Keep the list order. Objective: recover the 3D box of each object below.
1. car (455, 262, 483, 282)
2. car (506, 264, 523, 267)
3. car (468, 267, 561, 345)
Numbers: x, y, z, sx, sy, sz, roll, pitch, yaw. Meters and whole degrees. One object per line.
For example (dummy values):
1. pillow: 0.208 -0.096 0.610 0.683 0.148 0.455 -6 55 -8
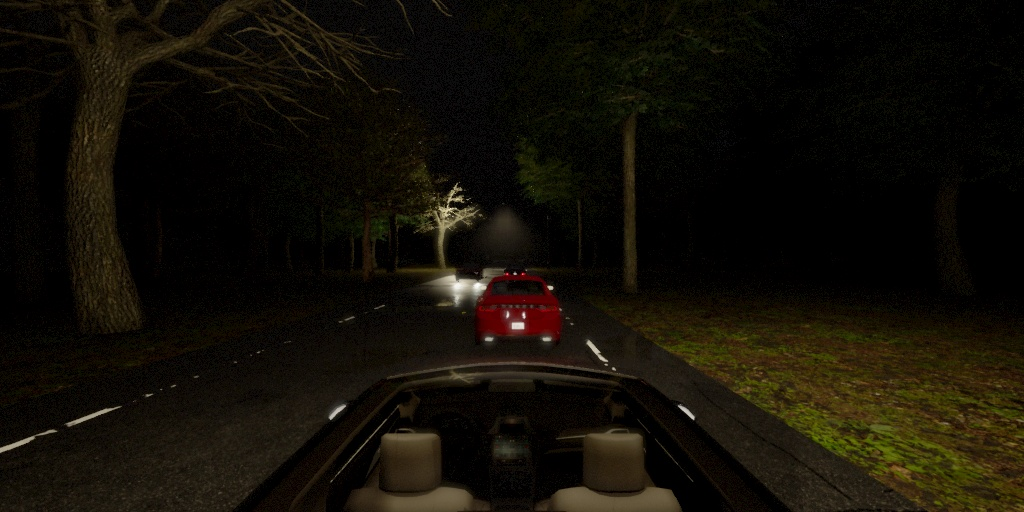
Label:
1. car: -3.489 1.288 29.931 1.882 1.535 5.008 0 0 0
2. car: 0.210 1.352 28.294 2.033 1.411 5.357 0 0 0
3. car: 0.130 1.235 9.559 1.882 1.535 5.008 0 0 0
